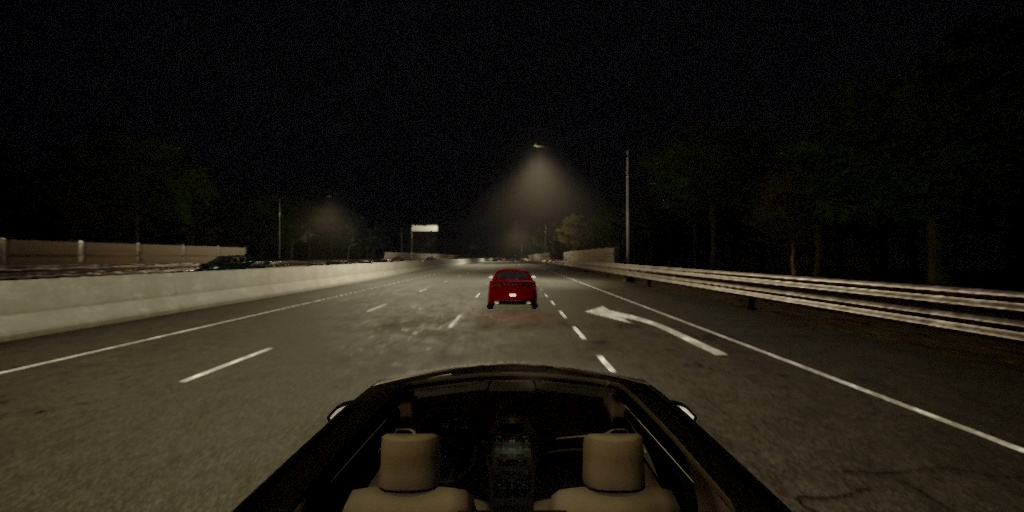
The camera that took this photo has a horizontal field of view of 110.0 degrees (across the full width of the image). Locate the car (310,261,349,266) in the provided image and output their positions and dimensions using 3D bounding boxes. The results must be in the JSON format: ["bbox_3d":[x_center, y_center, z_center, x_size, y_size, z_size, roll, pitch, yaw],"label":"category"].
[{"bbox_3d":[-17.587,1.301,35.637,1.837,1.490,4.892,0,0,0],"label":"car"}]

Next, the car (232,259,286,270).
[{"bbox_3d":[-24.586,1.289,35.629,2.128,1.511,4.902,0,0,0],"label":"car"}]

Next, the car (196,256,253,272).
[{"bbox_3d":[-28.085,1.019,35.523,2.150,2.045,5.566,0,0,0],"label":"car"}]

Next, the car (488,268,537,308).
[{"bbox_3d":[0.015,1.268,15.369,1.882,1.535,5.008,0,0,0],"label":"car"}]
